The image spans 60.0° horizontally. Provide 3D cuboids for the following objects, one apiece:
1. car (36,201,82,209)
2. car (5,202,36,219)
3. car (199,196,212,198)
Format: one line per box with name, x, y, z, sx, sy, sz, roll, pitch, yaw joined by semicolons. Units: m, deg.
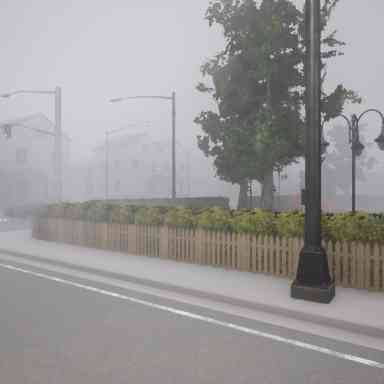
car;-10.148;1.491;28.345;2.128;1.511;4.902;0;0;35
car;-14.016;1.564;29.263;1.994;1.385;4.181;0;0;35
car;1.896;1.353;52.026;2.097;1.767;4.553;0;0;35
